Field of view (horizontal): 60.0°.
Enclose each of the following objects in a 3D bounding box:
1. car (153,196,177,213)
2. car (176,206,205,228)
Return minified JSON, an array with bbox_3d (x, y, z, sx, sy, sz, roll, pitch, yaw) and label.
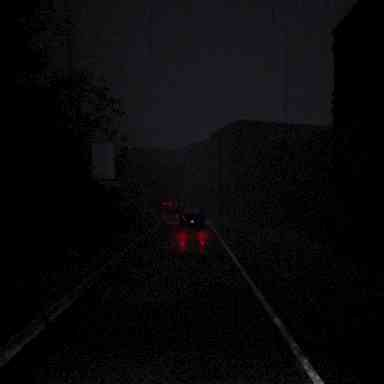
[{"bbox_3d":[-3.493,1.571,42.680,2.150,2.045,5.566,0,1,-19],"label":"car"},{"bbox_3d":[-0.074,1.847,24.982,1.812,1.442,4.674,0,-1,-2],"label":"car"}]
